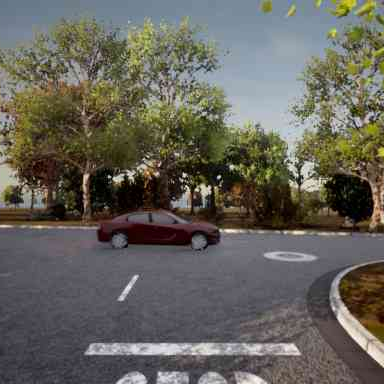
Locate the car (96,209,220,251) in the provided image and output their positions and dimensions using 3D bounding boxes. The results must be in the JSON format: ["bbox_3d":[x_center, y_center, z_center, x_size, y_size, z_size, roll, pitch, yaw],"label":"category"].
[{"bbox_3d":[-1.339,1.475,13.665,5.008,1.535,1.882,1,0,0],"label":"car"}]
